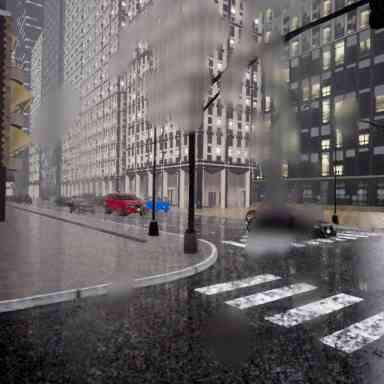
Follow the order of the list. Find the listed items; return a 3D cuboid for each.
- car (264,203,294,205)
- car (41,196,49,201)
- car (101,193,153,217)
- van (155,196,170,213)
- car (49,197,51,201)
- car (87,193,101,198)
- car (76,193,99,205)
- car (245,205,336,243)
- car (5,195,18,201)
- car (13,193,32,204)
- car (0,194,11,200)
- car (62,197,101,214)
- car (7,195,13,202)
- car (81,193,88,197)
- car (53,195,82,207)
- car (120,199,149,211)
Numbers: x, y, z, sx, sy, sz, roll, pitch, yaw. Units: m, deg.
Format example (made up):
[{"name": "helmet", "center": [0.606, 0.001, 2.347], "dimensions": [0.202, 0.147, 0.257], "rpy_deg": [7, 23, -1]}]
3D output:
[{"name": "car", "center": [5.714, 1.505, 23.909], "dimensions": [1.967, 1.590, 4.097], "rpy_deg": [1, -1, -35]}, {"name": "car", "center": [-36.812, 1.570, 83.773], "dimensions": [1.802, 1.307, 4.206], "rpy_deg": [1, -1, -35]}, {"name": "car", "center": [-6.099, 1.152, 30.550], "dimensions": [2.150, 2.045, 5.566], "rpy_deg": [1, 0, -35]}, {"name": "van", "center": [-4.097, 1.382, 37.725], "dimensions": [1.690, 1.788, 3.998], "rpy_deg": [1, -1, -35]}, {"name": "car", "center": [-24.212, 1.504, 61.594], "dimensions": [2.033, 1.411, 5.357], "rpy_deg": [1, -1, -38]}, {"name": "car", "center": [-14.483, 1.380, 53.075], "dimensions": [2.097, 1.767, 4.553], "rpy_deg": [1, -1, -35]}, {"name": "car", "center": [-18.574, 1.248, 58.828], "dimensions": [2.150, 2.045, 5.566], "rpy_deg": [1, -1, -35]}, {"name": "car", "center": [4.689, 1.536, 16.104], "dimensions": [1.994, 1.385, 4.181], "rpy_deg": [1, 0, -41]}, {"name": "car", "center": [-40.370, 1.377, 74.317], "dimensions": [2.008, 1.369, 4.403], "rpy_deg": [1, -1, -35]}, {"name": "car", "center": [-30.554, 1.155, 60.504], "dimensions": [2.192, 1.841, 5.009], "rpy_deg": [1, -1, -35]}, {"name": "car", "center": [-46.816, 1.365, 83.391], "dimensions": [1.752, 1.417, 4.829], "rpy_deg": [1, -1, -35]}, {"name": "car", "center": [-10.932, 1.427, 32.871], "dimensions": [2.008, 1.369, 4.403], "rpy_deg": [1, -1, -35]}, {"name": "car", "center": [-37.100, 1.396, 69.712], "dimensions": [1.947, 1.339, 4.313], "rpy_deg": [1, -1, -35]}, {"name": "car", "center": [-18.761, 1.317, 53.887], "dimensions": [2.097, 1.767, 4.553], "rpy_deg": [1, -1, -36]}, {"name": "car", "center": [-17.665, 1.457, 46.941], "dimensions": [2.033, 1.411, 5.357], "rpy_deg": [1, -1, -35]}, {"name": "car", "center": [-7.372, 1.584, 42.328], "dimensions": [2.008, 1.369, 4.403], "rpy_deg": [1, -1, -35]}]
